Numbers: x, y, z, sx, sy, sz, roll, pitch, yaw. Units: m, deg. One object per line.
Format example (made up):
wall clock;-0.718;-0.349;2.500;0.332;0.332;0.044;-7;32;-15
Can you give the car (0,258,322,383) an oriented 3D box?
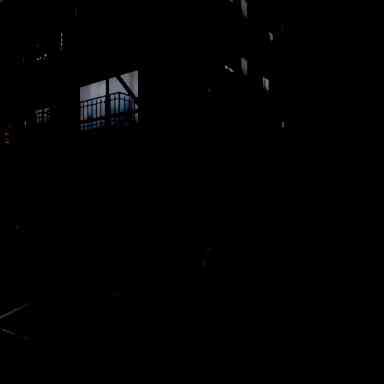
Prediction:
car;-0.884;1.566;3.503;4.313;1.339;1.947;0;0;35
